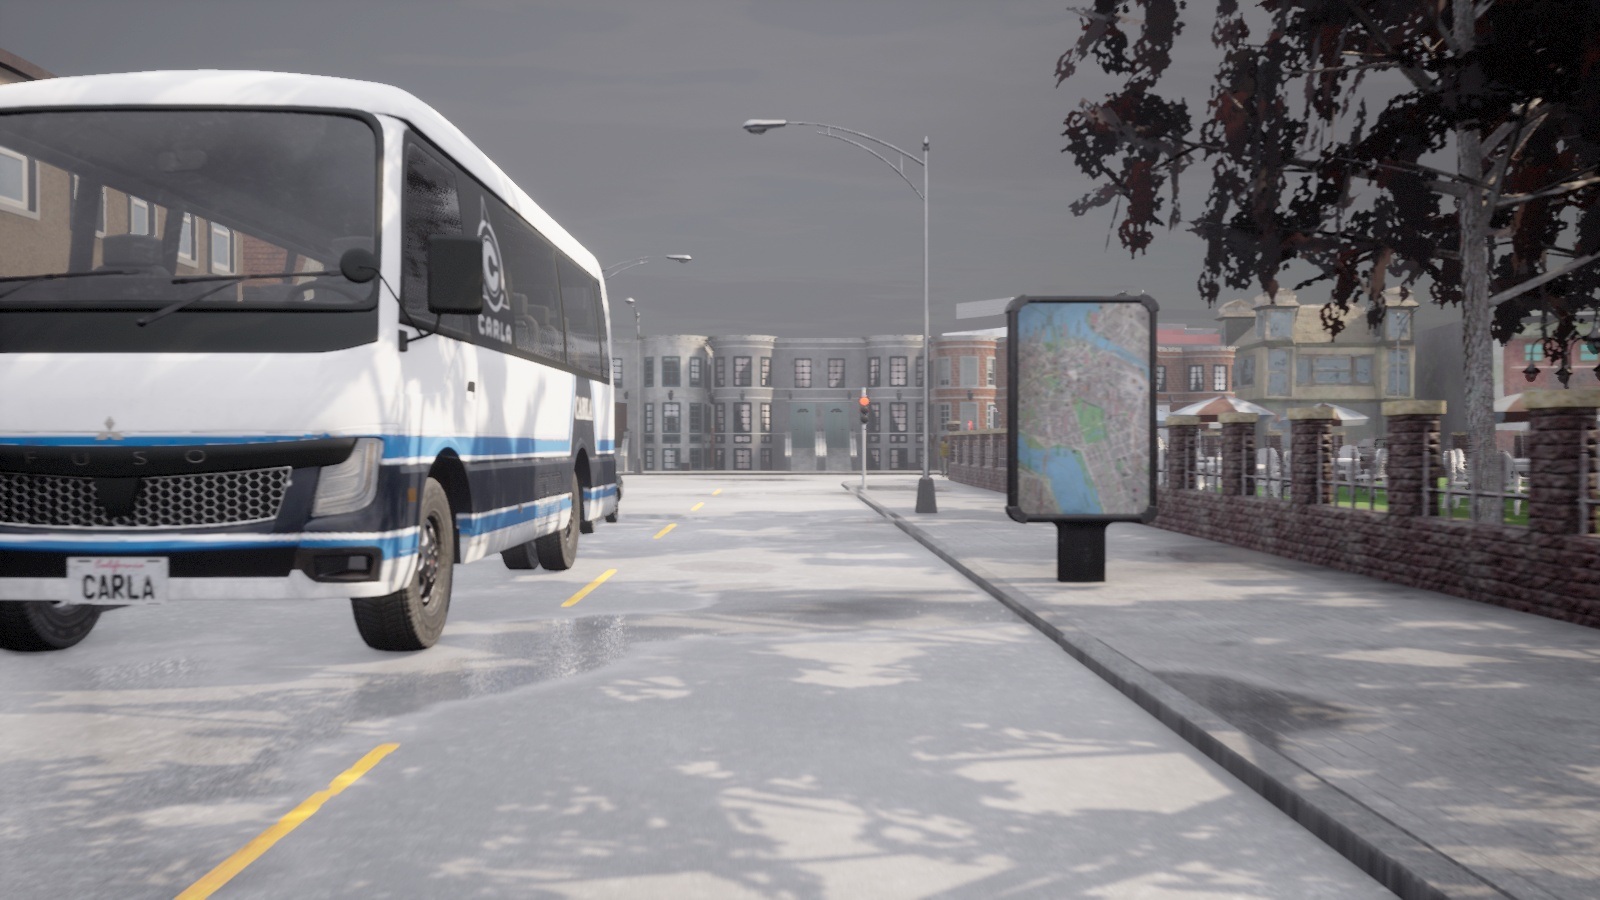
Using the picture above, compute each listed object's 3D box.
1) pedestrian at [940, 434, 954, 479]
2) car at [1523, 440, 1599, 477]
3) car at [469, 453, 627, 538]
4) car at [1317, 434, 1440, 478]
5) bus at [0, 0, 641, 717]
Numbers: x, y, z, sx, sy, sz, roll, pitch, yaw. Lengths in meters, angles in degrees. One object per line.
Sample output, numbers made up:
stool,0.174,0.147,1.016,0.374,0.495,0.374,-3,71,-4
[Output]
pedestrian,5.965,0.262,50.962,0.431,1.840,0.709,0,0,19
car,35.529,0.380,56.442,4.856,1.649,2.033,0,0,2
car,-4.288,0.720,22.084,1.895,1.301,4.718,0,0,-1
car,25.907,0.264,56.318,4.605,1.855,1.932,1,0,-1
bus,-4.144,-0.700,11.990,3.944,4.253,10.273,0,0,0
